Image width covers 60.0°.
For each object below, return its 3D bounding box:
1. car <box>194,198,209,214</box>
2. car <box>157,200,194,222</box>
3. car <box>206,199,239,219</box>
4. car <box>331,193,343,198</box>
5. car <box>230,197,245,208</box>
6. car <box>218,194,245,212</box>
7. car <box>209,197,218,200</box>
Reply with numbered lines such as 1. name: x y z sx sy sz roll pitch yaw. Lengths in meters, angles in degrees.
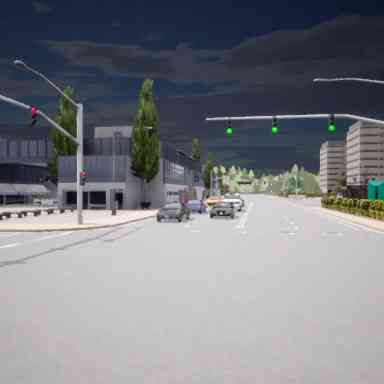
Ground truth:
1. car: 0.317 1.526 34.958 1.812 1.442 4.674 0 0 11
2. car: -1.382 1.526 26.381 1.812 1.442 4.674 0 0 11
3. car: 2.788 1.564 29.404 1.994 1.385 4.181 0 0 11
4. car: 32.994 1.156 72.116 3.866 1.878 1.905 0 0 10
5. car: 6.990 1.564 50.610 1.994 1.385 4.181 0 0 12
6. car: 4.751 1.223 39.351 2.150 2.045 5.566 0 0 11
7. car: 3.222 1.477 49.644 1.882 1.535 5.008 0 0 11
